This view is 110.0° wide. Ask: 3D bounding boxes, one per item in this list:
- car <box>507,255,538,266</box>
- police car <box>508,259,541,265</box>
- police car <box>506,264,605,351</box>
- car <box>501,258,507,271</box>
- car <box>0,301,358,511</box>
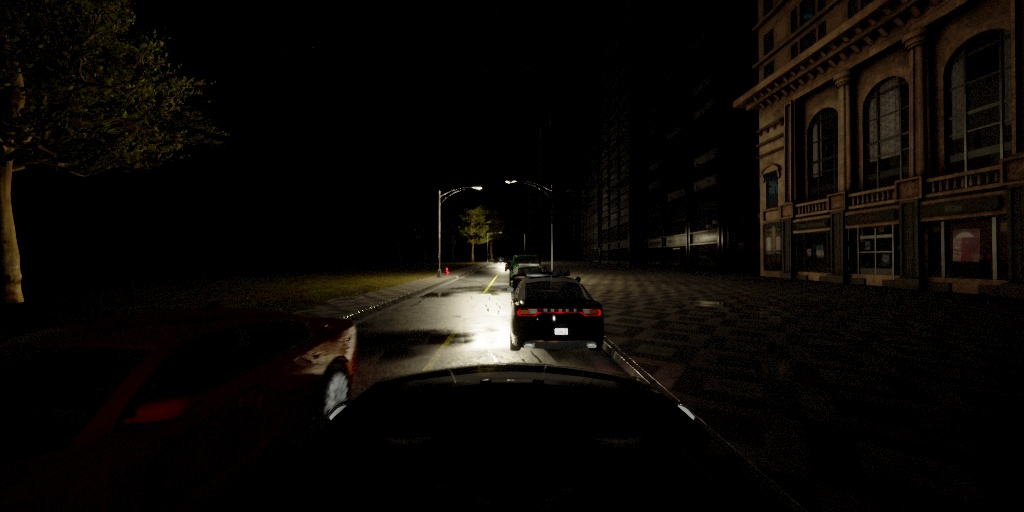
[{"bbox_3d":[0.895,0.963,25.054,2.150,2.045,5.566,0,0,0],"label":"car"},{"bbox_3d":[0.898,1.170,19.133,1.930,1.638,5.238,0,0,0],"label":"police car"},{"bbox_3d":[0.899,1.175,9.132,1.930,1.638,5.238,0,0,0],"label":"police car"},{"bbox_3d":[0.016,1.253,46.584,2.033,1.411,5.357,0,0,1],"label":"car"},{"bbox_3d":[-3.000,1.228,2.791,1.882,1.535,5.008,0,0,0],"label":"car"}]
